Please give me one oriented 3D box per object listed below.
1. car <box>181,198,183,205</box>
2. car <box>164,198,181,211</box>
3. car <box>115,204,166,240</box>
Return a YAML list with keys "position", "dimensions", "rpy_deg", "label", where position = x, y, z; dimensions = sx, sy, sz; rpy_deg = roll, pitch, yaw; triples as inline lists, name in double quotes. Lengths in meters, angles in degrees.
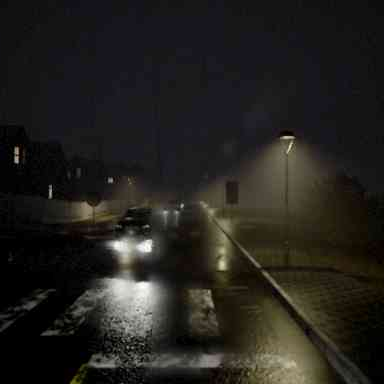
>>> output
- position: [-2.832, 1.987, 70.370]
  dimensions: [1.812, 1.442, 4.674]
  rpy_deg: [0, 0, 0]
  label: "car"
- position: [-2.795, 1.861, 45.269]
  dimensions: [1.812, 1.442, 4.674]
  rpy_deg: [0, 1, 0]
  label: "car"
- position: [-2.771, 1.606, 17.668]
  dimensions: [2.128, 1.511, 4.902]
  rpy_deg: [0, 0, 0]
  label: "car"
